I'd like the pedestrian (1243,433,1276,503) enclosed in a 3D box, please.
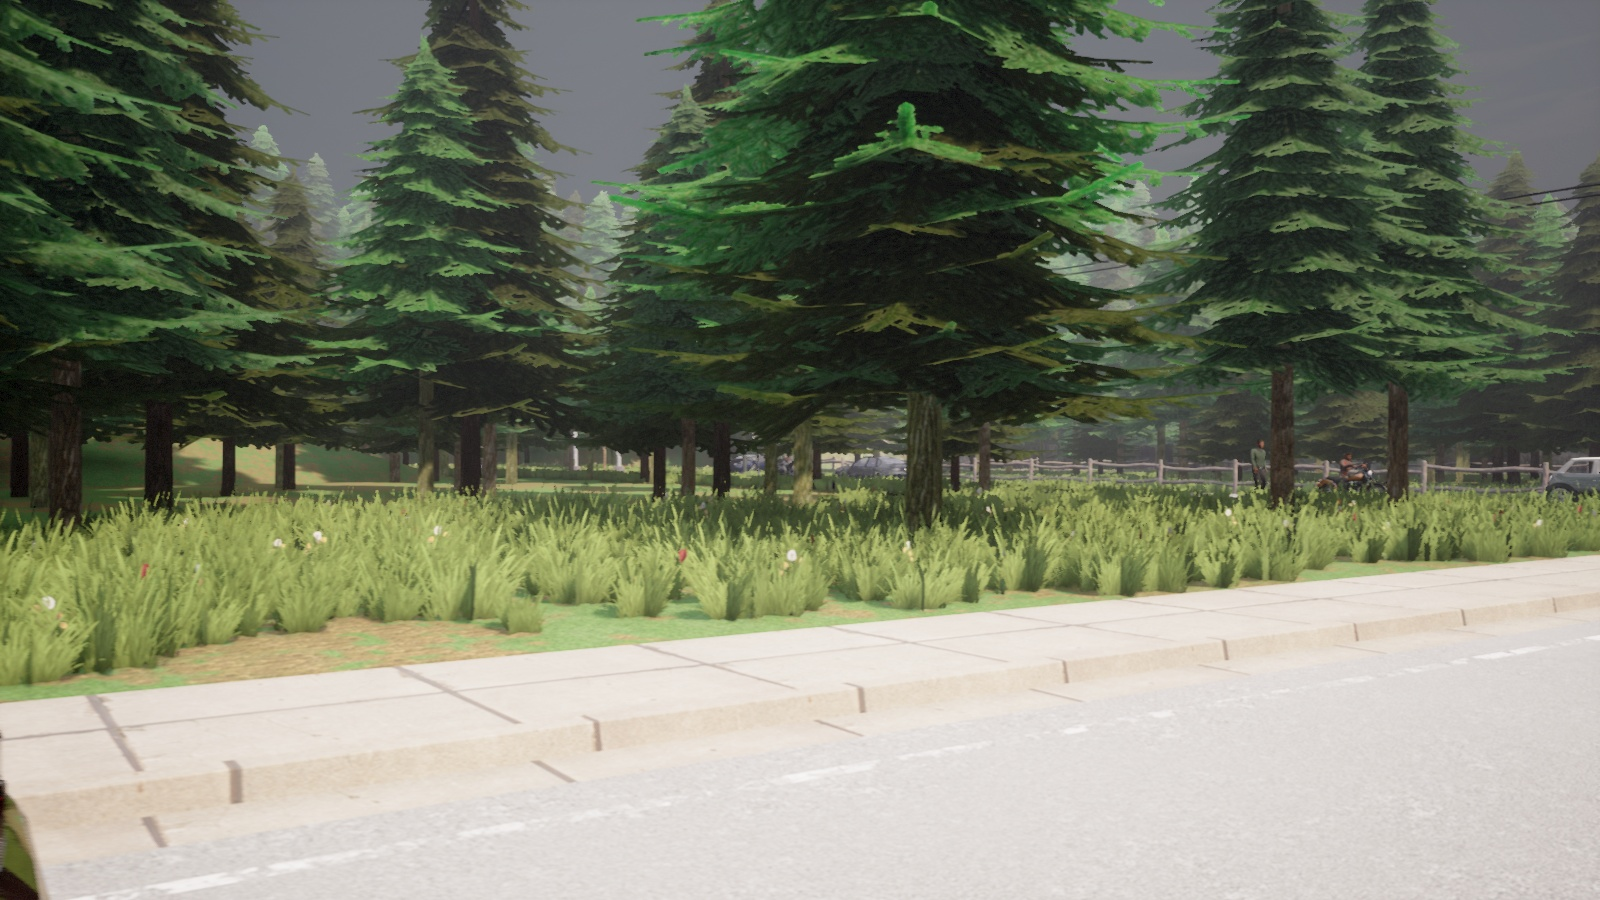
[{"bbox_3d":[12.971,0.495,35.470,0.423,1.949,0.788,0,0,-26],"label":"pedestrian"}]

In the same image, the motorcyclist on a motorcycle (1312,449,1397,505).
[{"bbox_3d":[16.812,0.793,38.130,0.766,1.649,2.350,0,0,-33],"label":"motorcyclist on a motorcycle"}]

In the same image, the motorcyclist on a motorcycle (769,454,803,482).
[{"bbox_3d":[-0.803,1.012,70.906,0.866,1.530,2.191,0,0,-35],"label":"motorcyclist on a motorcycle"}]

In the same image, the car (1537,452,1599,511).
[{"bbox_3d":[20.977,0.782,31.505,1.970,1.475,3.806,0,0,-32],"label":"car"}]

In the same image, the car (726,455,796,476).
[{"bbox_3d":[-2.788,1.073,89.723,4.792,1.488,2.163,0,0,-44],"label":"car"}]

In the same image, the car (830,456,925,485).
[{"bbox_3d":[3.883,0.998,63.912,2.033,1.411,5.357,0,0,-34],"label":"car"}]

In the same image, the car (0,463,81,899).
[{"bbox_3d":[-3.286,0.764,1.371,4.193,1.474,1.816,0,0,-35],"label":"car"}]
